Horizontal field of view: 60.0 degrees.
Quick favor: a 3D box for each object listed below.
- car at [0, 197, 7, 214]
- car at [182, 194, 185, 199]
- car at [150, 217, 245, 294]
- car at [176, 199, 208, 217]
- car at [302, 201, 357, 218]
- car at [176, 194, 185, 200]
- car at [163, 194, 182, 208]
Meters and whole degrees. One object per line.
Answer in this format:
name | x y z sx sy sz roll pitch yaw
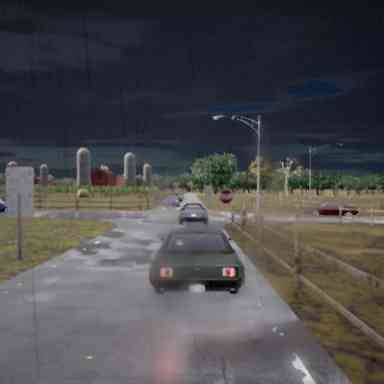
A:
car | -16.855 1.187 28.772 4.674 1.442 1.812 1 1 0
car | -2.776 1.357 64.545 1.895 1.301 4.718 0 0 1
car | 0.104 1.575 8.659 1.895 1.301 4.718 0 0 0
car | 0.101 1.489 24.041 1.994 1.385 4.181 0 0 0
car | 13.153 1.639 31.923 5.008 1.535 1.882 1 1 0
car | -2.745 1.186 79.433 1.994 1.385 4.181 0 0 0
car | -2.790 1.194 45.891 2.097 1.767 4.553 0 0 -1
